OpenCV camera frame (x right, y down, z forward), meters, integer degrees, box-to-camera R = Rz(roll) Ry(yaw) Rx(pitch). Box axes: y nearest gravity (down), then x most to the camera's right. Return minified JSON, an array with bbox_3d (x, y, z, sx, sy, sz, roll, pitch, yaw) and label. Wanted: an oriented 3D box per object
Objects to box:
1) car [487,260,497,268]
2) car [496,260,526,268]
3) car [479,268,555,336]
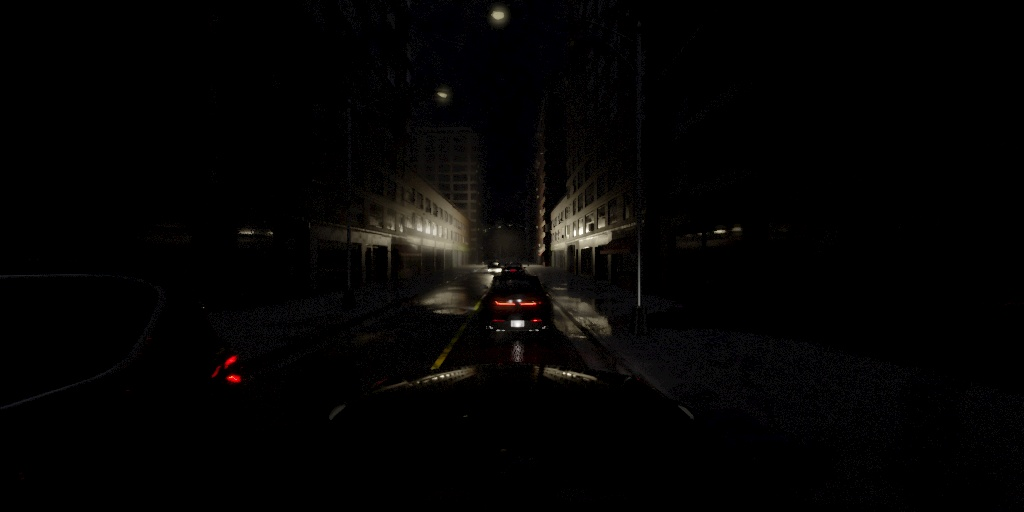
[{"bbox_3d":[-2.794,1.332,55.578,2.033,1.411,5.357,0,0,1],"label":"car"},{"bbox_3d":[0.094,1.250,28.168,2.128,1.511,4.902,0,0,0],"label":"car"},{"bbox_3d":[0.105,1.257,10.385,1.837,1.490,4.892,0,0,0],"label":"car"}]
